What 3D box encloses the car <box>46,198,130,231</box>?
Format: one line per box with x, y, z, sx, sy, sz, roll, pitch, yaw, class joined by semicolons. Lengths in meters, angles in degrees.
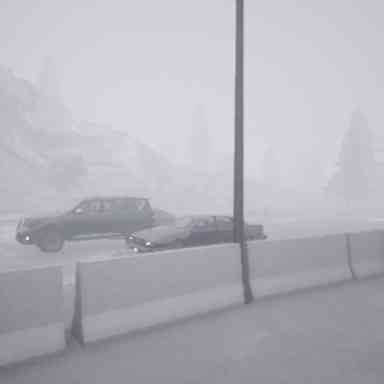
-6.397;1.313;20.572;4.553;1.767;2.097;0;0;-32;car

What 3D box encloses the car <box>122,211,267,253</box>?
0.374;1.548;12.510;5.357;1.411;2.033;0;0;-32;car

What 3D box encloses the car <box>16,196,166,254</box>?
-4.130;1.196;13.742;5.566;2.045;2.150;0;0;-33;car

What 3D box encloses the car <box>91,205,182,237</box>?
-3.036;1.507;18.579;4.674;1.442;1.812;0;0;-32;car
